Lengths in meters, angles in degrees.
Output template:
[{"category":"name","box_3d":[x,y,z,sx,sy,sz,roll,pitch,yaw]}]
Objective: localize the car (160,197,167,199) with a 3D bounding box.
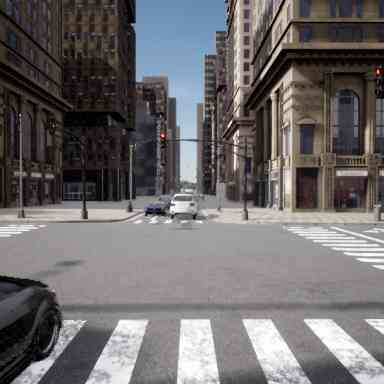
[{"category":"car","box_3d":[-3.456,1.496,41.864,1.837,1.490,4.892,0,0,-1]}]

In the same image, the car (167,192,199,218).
[{"category":"car","box_3d":[-0.610,1.218,29.981,2.150,2.045,5.566,0,0,3]}]

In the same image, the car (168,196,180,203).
[{"category":"car","box_3d":[-3.541,1.445,66.838,2.033,1.411,5.357,0,0,0]}]

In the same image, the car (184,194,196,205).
[{"category":"car","box_3d":[-0.392,1.339,60.241,2.097,1.767,4.553,0,0,0]}]

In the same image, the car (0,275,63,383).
[{"category":"car","box_3d":[-2.979,1.563,3.181,1.994,1.385,4.181,0,0,4]}]

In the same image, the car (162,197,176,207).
[{"category":"car","box_3d":[-3.519,1.514,51.640,1.812,1.442,4.674,0,0,-1]}]

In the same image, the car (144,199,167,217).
[{"category":"car","box_3d":[-3.369,1.593,31.612,1.895,1.301,4.718,0,0,-1]}]
